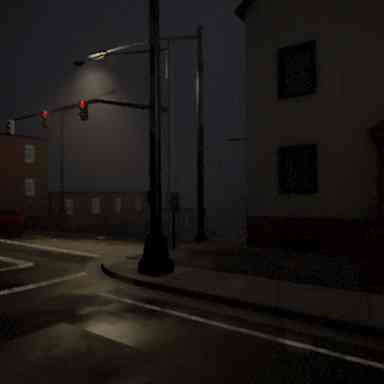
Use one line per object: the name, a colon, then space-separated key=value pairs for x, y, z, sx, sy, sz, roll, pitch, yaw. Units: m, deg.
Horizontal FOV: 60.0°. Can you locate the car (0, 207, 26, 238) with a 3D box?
car: x=-11.590 y=1.519 z=18.051 sx=2.097 sy=1.767 sz=4.553 roll=0 pitch=-6 yaw=36
